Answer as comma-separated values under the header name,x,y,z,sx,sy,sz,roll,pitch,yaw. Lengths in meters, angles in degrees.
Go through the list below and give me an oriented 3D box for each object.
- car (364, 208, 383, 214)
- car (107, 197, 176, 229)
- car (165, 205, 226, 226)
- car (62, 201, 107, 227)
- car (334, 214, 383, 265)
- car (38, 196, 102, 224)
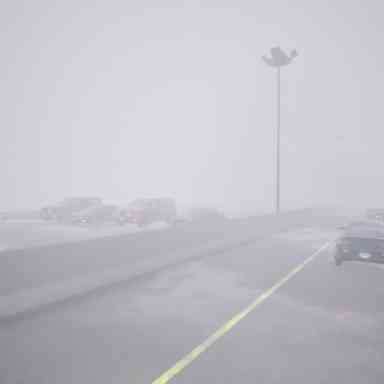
name,x,y,z,sx,sy,sz,roll,pitch,yaw
car,15.407,2.004,27.631,2.033,1.411,5.357,0,-1,30
car,-3.147,1.416,23.898,2.150,2.045,5.566,0,-1,30
car,0.615,1.784,23.418,2.033,1.411,5.357,0,-1,30
car,-6.783,1.662,24.602,1.837,1.490,4.892,0,-1,30
car,6.202,1.716,11.725,1.812,1.442,4.674,0,-1,30
car,-9.516,1.368,26.887,2.150,2.045,5.566,0,-1,30
